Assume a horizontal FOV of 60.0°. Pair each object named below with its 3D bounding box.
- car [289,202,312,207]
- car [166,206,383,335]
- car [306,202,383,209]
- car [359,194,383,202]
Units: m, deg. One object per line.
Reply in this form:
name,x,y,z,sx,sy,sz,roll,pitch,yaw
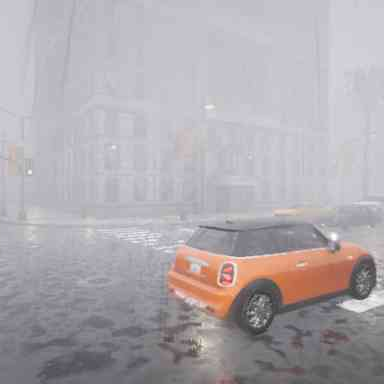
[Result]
car,7.956,1.475,23.837,5.008,1.535,1.882,0,0,-34
car,1.817,1.339,6.938,4.553,1.767,2.097,0,0,-34
car,9.889,1.545,20.923,5.357,1.411,2.033,0,0,-34
car,16.425,1.218,29.481,5.566,2.045,2.150,0,0,-33
